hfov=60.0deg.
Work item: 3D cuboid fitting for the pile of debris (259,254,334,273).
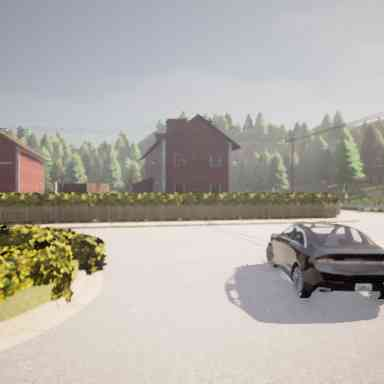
[{"bbox_3d":[3.182,2.215,10.403,1.500,0.140,1.860,0,0,-14],"label":"pile of debris"}]

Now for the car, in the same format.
[{"bbox_3d":[3.213,1.524,8.488,2.128,1.511,4.902,0,0,2],"label":"car"}]

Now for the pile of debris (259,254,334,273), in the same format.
[{"bbox_3d":[3.182,2.215,10.403,1.500,0.140,1.860,0,0,-14],"label":"pile of debris"}]
